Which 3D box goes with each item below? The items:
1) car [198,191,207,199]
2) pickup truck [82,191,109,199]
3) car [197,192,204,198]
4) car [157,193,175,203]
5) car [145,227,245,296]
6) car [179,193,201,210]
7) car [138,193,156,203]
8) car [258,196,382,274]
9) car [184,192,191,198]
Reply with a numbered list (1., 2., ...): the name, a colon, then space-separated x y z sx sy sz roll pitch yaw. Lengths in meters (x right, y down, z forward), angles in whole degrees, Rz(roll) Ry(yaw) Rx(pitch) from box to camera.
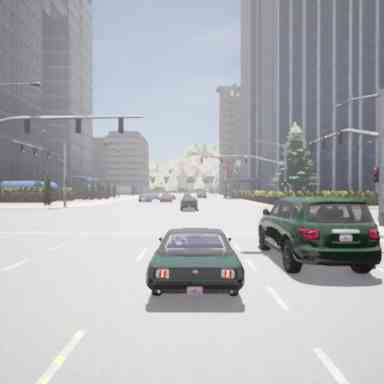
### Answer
1. car: 2.422 0.734 78.875 2.097 1.767 4.553 0 0 -1
2. pickup truck: -21.128 0.487 73.477 2.390 2.098 6.274 0 1 30
3. car: 2.281 0.693 89.155 1.882 1.535 5.008 0 0 -1
4. car: -4.318 1.047 55.352 1.882 1.535 5.008 0 0 0
5. car: 0.079 1.534 8.416 1.895 1.301 4.718 0 0 0
6. car: -0.344 1.218 36.726 1.837 1.490 4.892 0 0 -1
7. car: -7.821 1.060 55.622 2.128 1.511 4.902 0 0 0
8. car: 3.592 1.140 10.440 2.150 2.045 5.566 0 1 0
9. car: -1.218 0.694 89.109 1.882 1.535 5.008 0 0 -1
